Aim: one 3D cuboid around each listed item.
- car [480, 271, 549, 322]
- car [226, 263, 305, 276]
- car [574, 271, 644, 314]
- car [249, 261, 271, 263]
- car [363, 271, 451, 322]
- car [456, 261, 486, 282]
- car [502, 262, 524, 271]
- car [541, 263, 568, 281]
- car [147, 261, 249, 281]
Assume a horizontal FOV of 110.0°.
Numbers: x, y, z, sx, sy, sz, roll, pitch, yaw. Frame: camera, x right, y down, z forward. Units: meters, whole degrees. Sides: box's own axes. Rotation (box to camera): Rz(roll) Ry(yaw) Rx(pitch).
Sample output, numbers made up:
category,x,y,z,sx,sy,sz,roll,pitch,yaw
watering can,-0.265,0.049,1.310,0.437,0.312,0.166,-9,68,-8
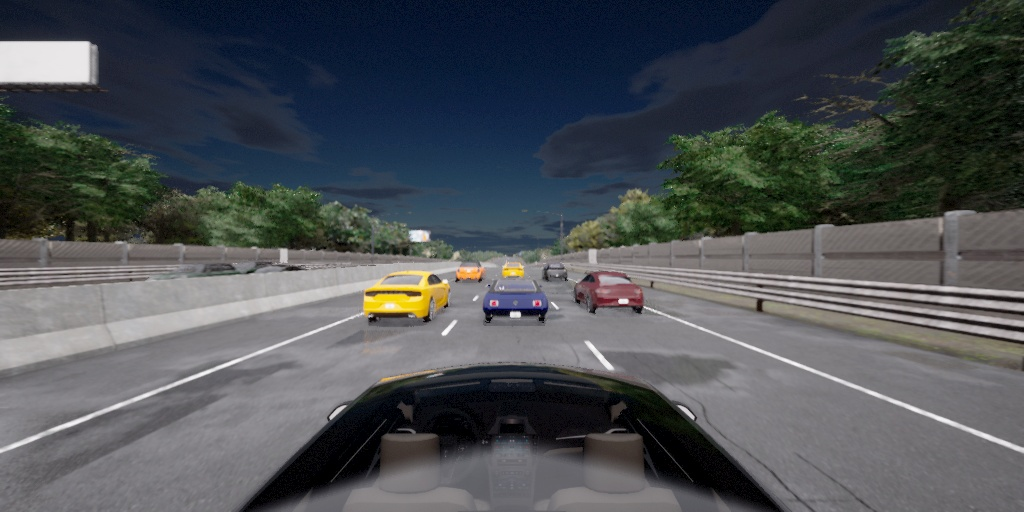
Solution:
category,x,y,z,sx,sy,sz,roll,pitch,yaw
car,0.101,1.374,12.339,1.895,1.301,4.718,0,0,0
car,-14.097,1.315,21.419,1.837,1.490,4.892,0,0,0
car,3.602,1.304,13.879,1.812,1.442,4.674,0,0,0
car,-21.092,1.194,28.932,2.097,1.767,4.553,0,0,0
car,-3.390,1.251,12.465,1.882,1.535,5.008,0,0,0
car,-3.397,1.200,30.255,2.097,1.767,4.553,0,0,0
car,0.103,1.339,33.369,1.882,1.535,5.008,0,0,0
car,3.603,1.342,30.891,2.128,1.511,4.902,0,0,0
car,-17.598,1.157,20.103,2.097,1.767,4.553,0,0,0
